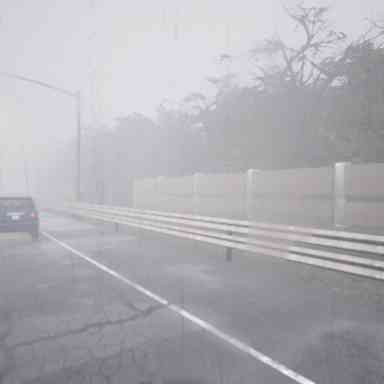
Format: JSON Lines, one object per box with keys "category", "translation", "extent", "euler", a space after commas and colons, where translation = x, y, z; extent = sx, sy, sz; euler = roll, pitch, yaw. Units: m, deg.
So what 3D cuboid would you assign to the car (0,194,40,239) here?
{"category": "car", "translation": [-9.084, 1.172, 16.585], "extent": [2.150, 2.045, 5.566], "euler": [0, 0, -34]}
